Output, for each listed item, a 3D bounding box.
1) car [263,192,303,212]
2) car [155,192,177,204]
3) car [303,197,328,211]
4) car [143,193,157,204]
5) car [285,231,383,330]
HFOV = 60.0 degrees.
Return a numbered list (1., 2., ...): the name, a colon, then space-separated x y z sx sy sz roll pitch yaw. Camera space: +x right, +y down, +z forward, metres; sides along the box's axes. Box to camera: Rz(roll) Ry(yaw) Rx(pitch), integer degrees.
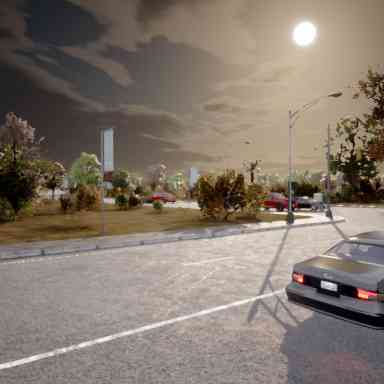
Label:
1. car: 8.752 1.058 36.284 2.150 2.045 5.566 -1 0 -37
2. car: -4.988 1.045 58.838 2.150 2.045 5.566 -1 0 -39
3. car: 12.631 1.302 37.022 2.128 1.511 4.902 -1 0 -39
4. car: -8.860 1.394 58.084 2.033 1.411 5.357 -1 0 -38
5. car: 4.204 1.527 6.774 5.357 1.411 2.033 0 0 -36
